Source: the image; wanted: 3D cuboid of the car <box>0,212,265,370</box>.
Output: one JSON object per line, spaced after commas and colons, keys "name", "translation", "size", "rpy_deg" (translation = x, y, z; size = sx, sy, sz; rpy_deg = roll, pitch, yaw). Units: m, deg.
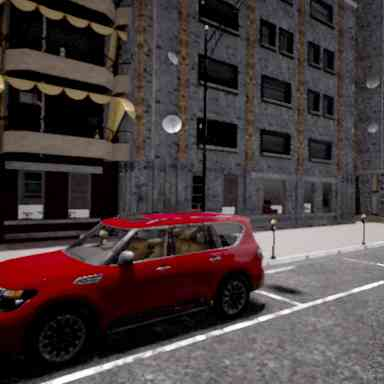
{"name": "car", "translation": [-0.876, 1.341, 5.926], "size": [5.009, 1.841, 2.192], "rpy_deg": [1, 0, -35]}
